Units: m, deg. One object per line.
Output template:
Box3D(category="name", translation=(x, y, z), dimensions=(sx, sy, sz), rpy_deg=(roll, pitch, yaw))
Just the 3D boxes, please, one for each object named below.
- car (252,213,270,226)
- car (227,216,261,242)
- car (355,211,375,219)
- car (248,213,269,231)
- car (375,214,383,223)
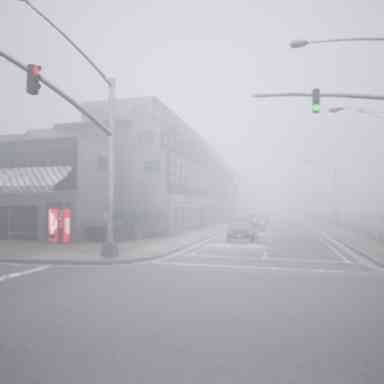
Box3D(category="car", translation=(8.976, 3.498, 43.078), dimensions=(1.882, 1.535, 5.008), rpy_deg=(-1, -3, 15))
Box3D(category="car", translation=(3.655, 2.660, 23.621), dimensions=(1.812, 1.442, 4.674), rpy_deg=(-1, -3, 15))
Box3D(category="car", translation=(31.999, 4.257, 61.125), dimensions=(3.633, 1.501, 1.845), rpy_deg=(-1, -3, 15))
Box3D(category="car", translation=(6.264, 2.922, 33.188), dimensions=(2.097, 1.767, 4.553), rpy_deg=(-1, -3, 15))
Box3D(category="car", translation=(26.985, 3.166, 43.261), dimensions=(4.605, 1.855, 1.932), rpy_deg=(-1, -3, 15))
